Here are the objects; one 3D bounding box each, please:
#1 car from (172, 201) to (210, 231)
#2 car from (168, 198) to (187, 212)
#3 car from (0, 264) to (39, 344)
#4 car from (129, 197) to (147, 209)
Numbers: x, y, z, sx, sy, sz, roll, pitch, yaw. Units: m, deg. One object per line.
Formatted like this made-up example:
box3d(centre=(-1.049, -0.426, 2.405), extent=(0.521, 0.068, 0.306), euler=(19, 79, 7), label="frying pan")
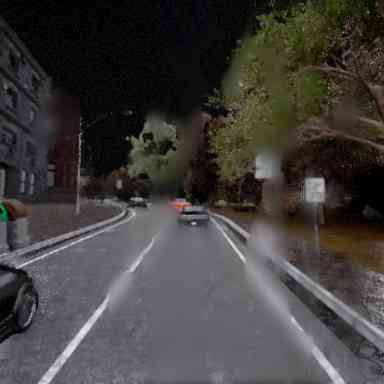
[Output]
box3d(centre=(0.099, 1.532, 20.873), extent=(2.128, 1.511, 4.902), euler=(0, 0, 0), label="car")
box3d(centre=(-1.535, 1.448, 38.398), extent=(2.097, 1.767, 4.553), euler=(1, 0, -12), label="car")
box3d(centre=(-3.604, 1.571, 4.005), extent=(1.994, 1.385, 4.181), euler=(0, 0, 0), label="car")
box3d(centre=(-7.516, 1.446, 46.066), extent=(1.882, 1.535, 5.008), euler=(2, 0, -20), label="car")
